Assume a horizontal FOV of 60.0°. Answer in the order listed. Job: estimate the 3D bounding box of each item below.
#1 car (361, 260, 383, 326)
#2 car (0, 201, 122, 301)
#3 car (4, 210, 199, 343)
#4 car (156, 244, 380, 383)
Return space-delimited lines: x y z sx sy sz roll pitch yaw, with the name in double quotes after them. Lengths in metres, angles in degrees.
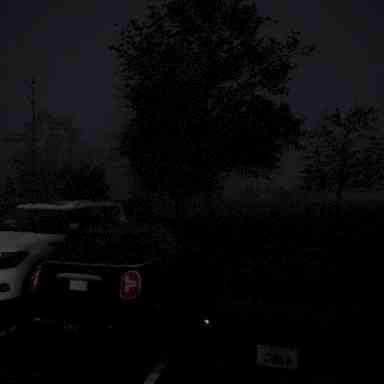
3.779 1.225 3.463 2.435 2.045 5.566 -1 -1 15 "car"
-3.526 1.268 8.535 2.435 2.045 5.566 1 -1 15 "car"
-1.091 1.389 6.833 2.185 1.767 4.553 0 -1 15 "car"
1.353 1.531 5.179 2.163 1.488 4.792 0 -1 15 "car"
